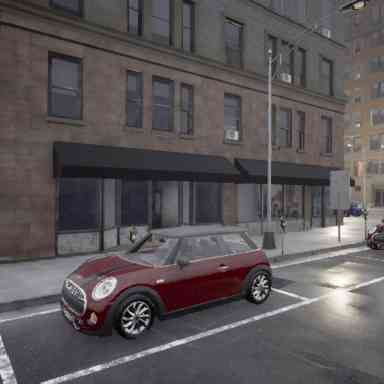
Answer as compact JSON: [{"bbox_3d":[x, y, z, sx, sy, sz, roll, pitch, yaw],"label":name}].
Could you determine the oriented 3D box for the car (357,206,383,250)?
[{"bbox_3d":[8.561,1.445,12.898,4.097,1.590,1.967,0,0,-36],"label":"car"}]

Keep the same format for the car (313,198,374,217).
[{"bbox_3d":[14.511,1.416,32.070,2.128,1.511,4.902,1,0,-36],"label":"car"}]

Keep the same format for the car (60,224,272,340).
[{"bbox_3d":[-0.370,1.441,6.500,4.097,1.590,1.967,0,0,-36],"label":"car"}]

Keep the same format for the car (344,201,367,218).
[{"bbox_3d":[12.382,1.123,29.475,2.150,2.045,5.566,1,0,-36],"label":"car"}]
